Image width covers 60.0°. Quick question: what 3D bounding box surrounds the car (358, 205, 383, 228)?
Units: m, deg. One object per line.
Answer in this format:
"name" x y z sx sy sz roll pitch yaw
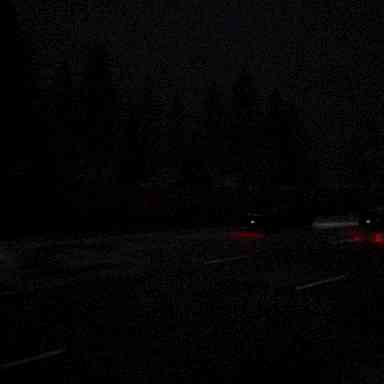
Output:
"car" 12.386 1.566 21.165 4.674 1.442 1.812 0 0 -35

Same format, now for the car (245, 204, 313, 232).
"car" 5.463 1.522 20.534 4.902 1.511 2.128 0 0 -35
